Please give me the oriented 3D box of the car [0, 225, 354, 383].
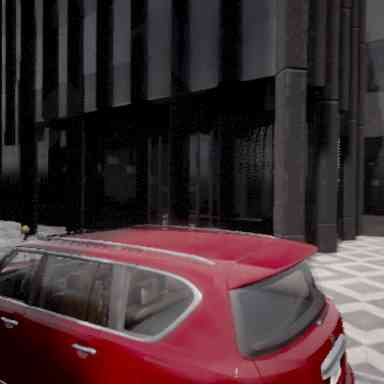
[{"bbox_3d":[-0.973,1.314,3.649,5.009,1.841,2.192,0,1,35],"label":"car"}]
